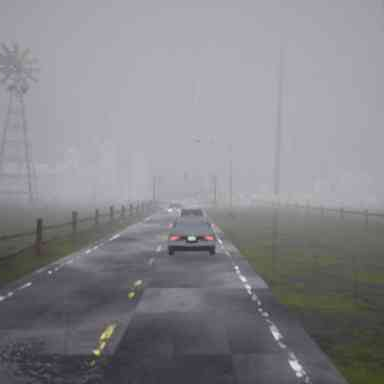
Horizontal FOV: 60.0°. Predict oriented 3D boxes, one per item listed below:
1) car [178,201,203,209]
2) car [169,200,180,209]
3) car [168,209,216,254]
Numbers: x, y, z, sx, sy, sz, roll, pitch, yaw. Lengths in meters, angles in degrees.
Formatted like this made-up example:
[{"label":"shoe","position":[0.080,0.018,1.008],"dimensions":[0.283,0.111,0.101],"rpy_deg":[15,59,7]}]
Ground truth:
[{"label":"car","position":[-0.010,1.764,29.498],"dimensions":[1.882,1.535,5.008],"rpy_deg":[0,0,0]},{"label":"car","position":[-2.784,2.028,56.216],"dimensions":[1.882,1.535,5.008],"rpy_deg":[0,-1,0]},{"label":"car","position":[-0.006,1.683,14.009],"dimensions":[2.033,1.411,5.357],"rpy_deg":[0,-1,0]}]
